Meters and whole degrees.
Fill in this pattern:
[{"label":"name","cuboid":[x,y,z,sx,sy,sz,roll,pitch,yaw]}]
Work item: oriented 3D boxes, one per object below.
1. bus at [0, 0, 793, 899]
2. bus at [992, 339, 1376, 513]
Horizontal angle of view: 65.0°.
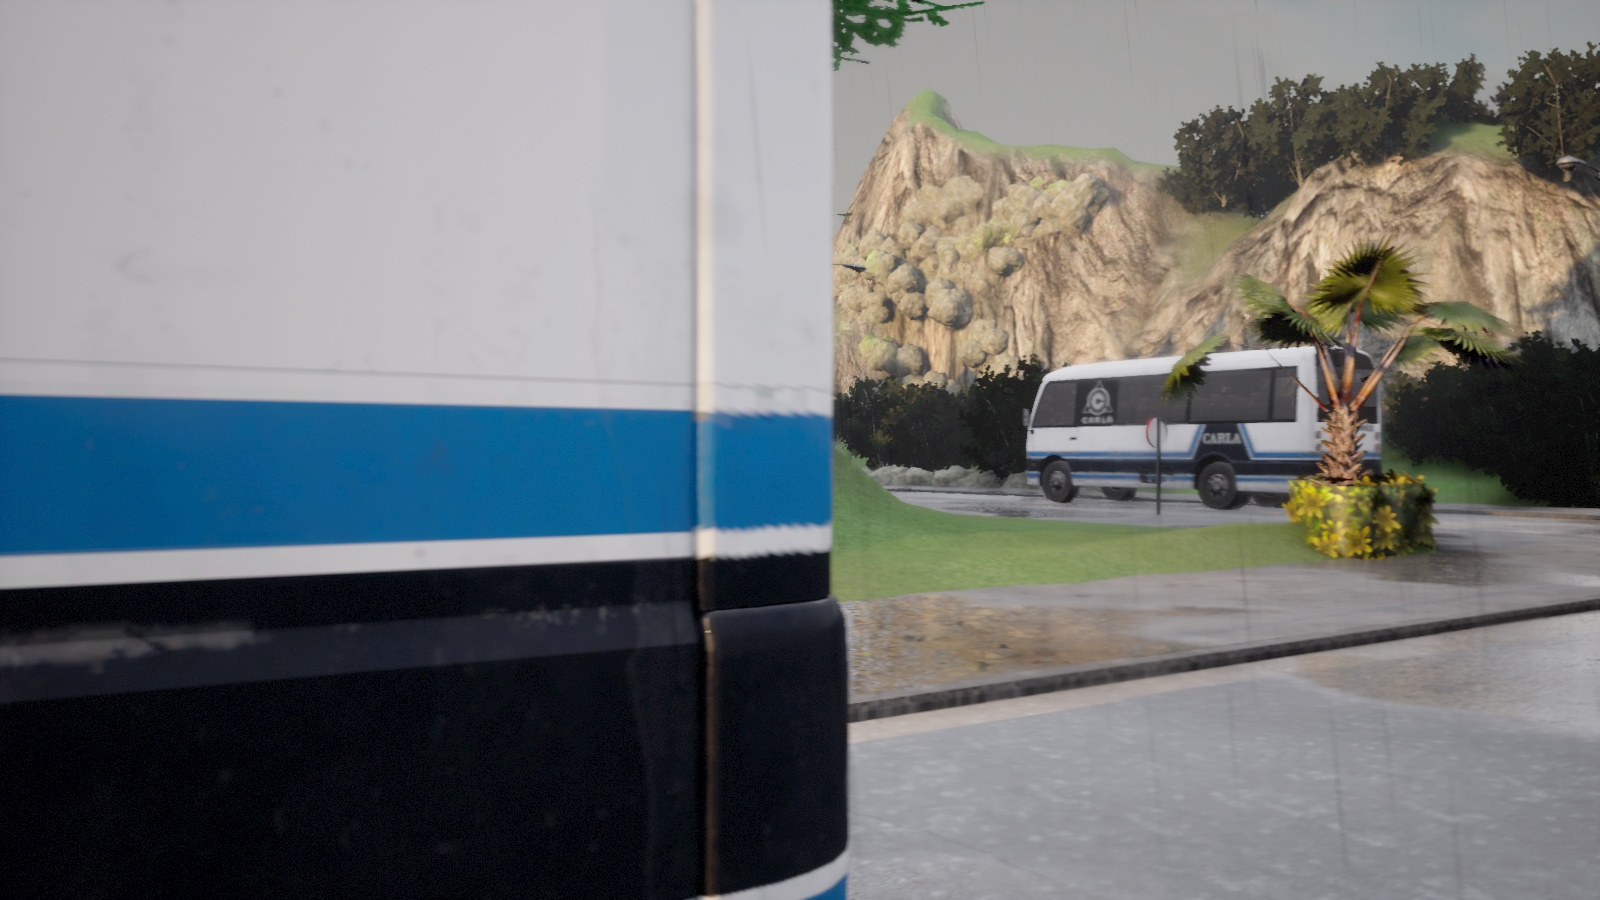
[{"label":"bus","cuboid":[-5.410,-0.620,0.174,10.273,4.253,3.944,0,0,-32]},{"label":"bus","cuboid":[10.545,-0.566,36.031,3.944,4.253,10.273,0,0,-35]}]
